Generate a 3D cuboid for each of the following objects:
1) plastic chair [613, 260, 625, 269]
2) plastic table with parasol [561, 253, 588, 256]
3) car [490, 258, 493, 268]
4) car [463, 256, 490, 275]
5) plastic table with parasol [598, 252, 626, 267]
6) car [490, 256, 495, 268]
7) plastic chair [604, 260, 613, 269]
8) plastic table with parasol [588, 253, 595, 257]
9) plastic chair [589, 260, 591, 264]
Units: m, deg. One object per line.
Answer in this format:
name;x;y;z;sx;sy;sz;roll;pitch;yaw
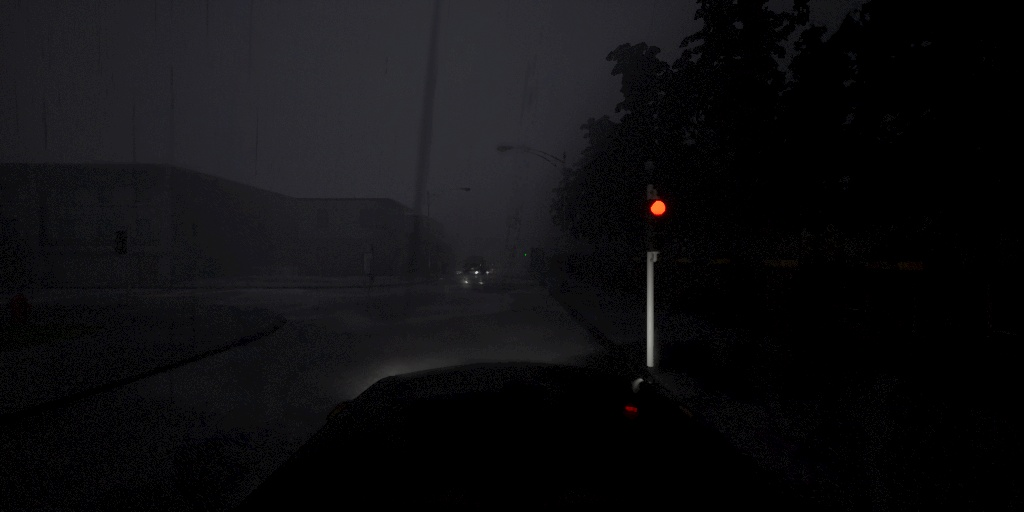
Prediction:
plastic chair;16.066;1.296;54.095;0.750;1.272;0.730;0;0;-40
plastic table with parasol;10.016;0.684;57.837;2.482;2.480;2.482;0;0;-40
car;-4.056;1.351;50.331;1.895;1.301;4.718;0;0;0
car;-4.070;0.971;40.154;2.150;2.045;5.566;0;0;0
plastic table with parasol;15.334;0.694;55.094;2.482;2.480;2.482;0;0;-40
car;-4.027;0.971;60.523;2.150;2.045;5.566;0;0;1
plastic chair;14.359;1.306;54.193;0.730;1.272;0.750;0;0;-35
plastic table with parasol;14.718;0.673;63.308;2.482;2.480;2.482;0;0;-42
plastic chair;13.765;1.304;62.421;0.730;1.272;0.750;0;0;-35
